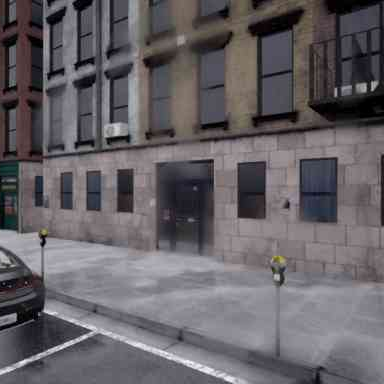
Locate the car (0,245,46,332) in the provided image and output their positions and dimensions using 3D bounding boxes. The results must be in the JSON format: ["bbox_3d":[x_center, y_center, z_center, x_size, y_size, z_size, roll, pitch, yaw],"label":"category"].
[{"bbox_3d":[-4.360,1.550,5.909,4.403,1.369,2.008,0,0,35],"label":"car"}]
